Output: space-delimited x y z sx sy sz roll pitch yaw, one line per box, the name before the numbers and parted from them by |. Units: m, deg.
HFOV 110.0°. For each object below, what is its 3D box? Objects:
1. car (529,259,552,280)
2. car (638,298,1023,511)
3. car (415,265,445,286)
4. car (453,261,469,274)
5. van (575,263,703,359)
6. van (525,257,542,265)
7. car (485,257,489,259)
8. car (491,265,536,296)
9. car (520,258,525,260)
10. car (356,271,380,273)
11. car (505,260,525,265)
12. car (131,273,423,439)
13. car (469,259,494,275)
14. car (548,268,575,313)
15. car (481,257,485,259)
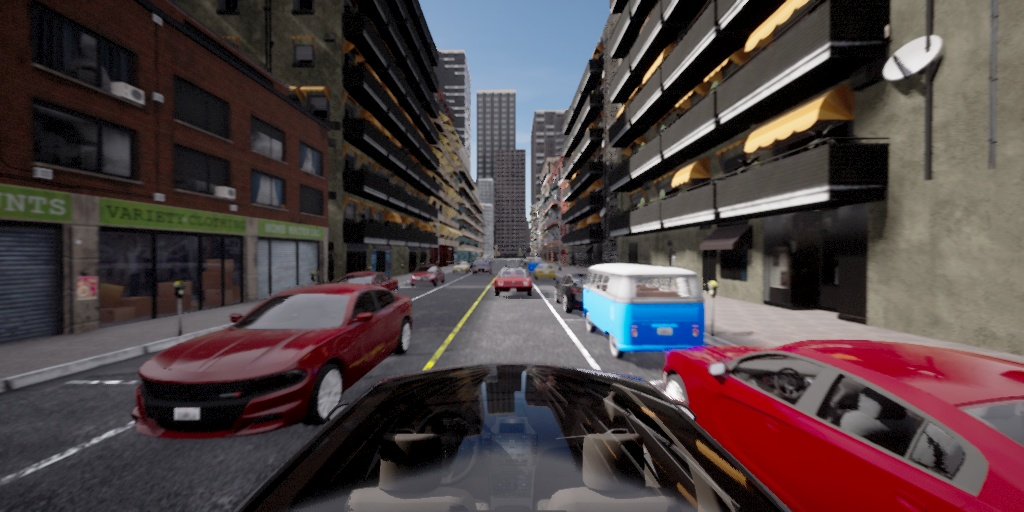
car | 2.692 1.247 30.414 1.751 1.417 4.829 0 0 0
car | 2.689 1.294 2.627 1.888 1.381 4.507 0 0 0
car | -5.689 1.309 24.734 1.802 1.307 4.207 0 0 0
car | -5.688 1.239 41.135 1.751 1.417 4.829 0 0 0
van | 2.690 1.084 8.150 1.690 1.789 3.998 0 0 0
van | 2.693 1.054 41.291 1.690 1.789 3.998 0 0 0
car | -5.685 1.244 63.398 1.888 1.381 4.507 0 0 0
car | 0.075 1.332 19.243 1.895 1.301 4.718 0 0 0
car | 2.696 1.249 63.384 2.007 1.370 4.403 0 0 0
car | -5.691 1.282 13.687 1.888 1.381 4.507 0 0 0
car | 0.089 1.317 37.255 1.895 1.301 4.718 0 0 0
car | -3.084 1.223 5.900 1.882 1.535 5.008 0 0 0
car | -3.083 1.279 38.109 1.994 1.385 4.181 0 0 0
car | 2.691 1.303 13.674 1.948 1.339 4.313 0 0 0
car | -5.686 1.268 57.874 1.948 1.339 4.313 0 0 0
